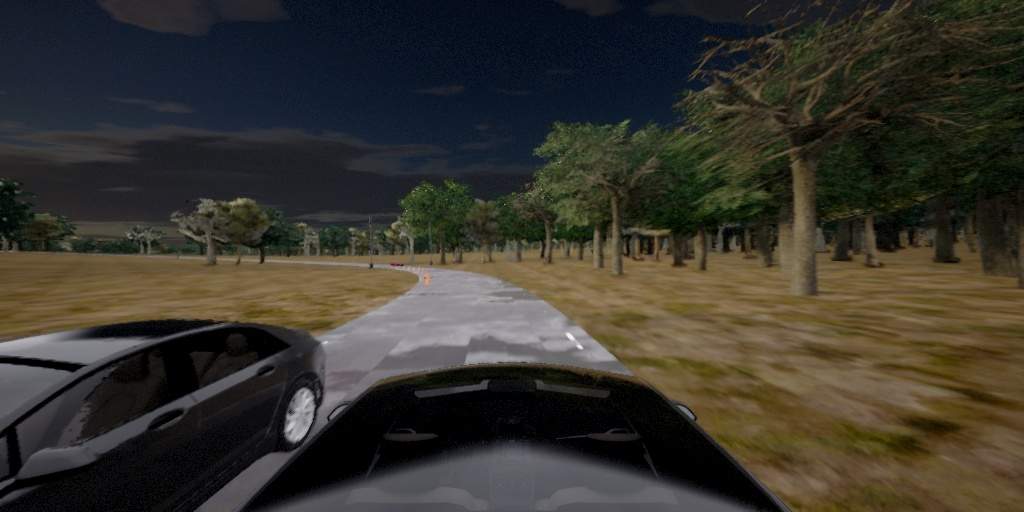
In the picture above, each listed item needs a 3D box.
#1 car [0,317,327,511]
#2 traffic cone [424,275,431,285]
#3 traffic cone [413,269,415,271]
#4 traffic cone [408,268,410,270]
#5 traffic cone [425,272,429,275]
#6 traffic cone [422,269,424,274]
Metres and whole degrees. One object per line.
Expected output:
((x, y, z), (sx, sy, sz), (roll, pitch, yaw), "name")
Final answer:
((-3.169, 1.320, 2.448), (1.837, 1.490, 4.892), (-1, 0, 0), "car")
((-6.379, 1.890, 27.026), (0.340, 0.580, 0.340), (0, 0, -11), "traffic cone")
((-15.025, 2.045, 55.050), (0.340, 0.580, 0.340), (0, 0, -24), "traffic cone")
((-17.072, 2.083, 59.500), (0.340, 0.580, 0.340), (0, 0, -26), "traffic cone")
((-7.376, 1.913, 31.822), (0.340, 0.580, 0.340), (0, 0, -13), "traffic cone")
((-9.908, 1.959, 41.283), (0.340, 0.580, 0.340), (0, 0, -17), "traffic cone")
